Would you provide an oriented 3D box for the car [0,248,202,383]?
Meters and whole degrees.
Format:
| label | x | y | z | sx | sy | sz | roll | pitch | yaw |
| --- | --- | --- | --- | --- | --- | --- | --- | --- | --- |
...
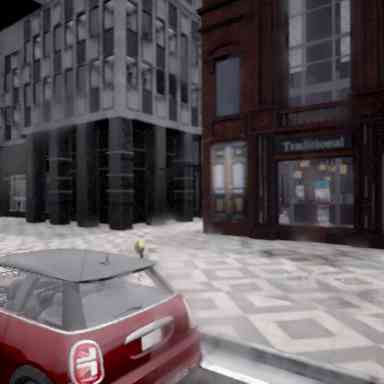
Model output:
| label | x | y | z | sx | sy | sz | roll | pitch | yaw |
| --- | --- | --- | --- | --- | --- | --- | --- | --- | --- |
| car | -1.975 | 1.473 | 4.366 | 4.097 | 1.590 | 1.967 | -1 | 0 | 35 |
